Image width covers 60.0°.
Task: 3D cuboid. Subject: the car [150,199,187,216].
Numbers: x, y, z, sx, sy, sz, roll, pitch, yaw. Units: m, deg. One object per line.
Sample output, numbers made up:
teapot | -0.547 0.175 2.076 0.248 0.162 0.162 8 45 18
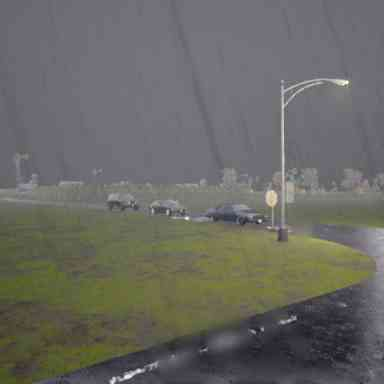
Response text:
car | -2.371 1.498 32.482 1.837 1.490 4.892 0 0 -35

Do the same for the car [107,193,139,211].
car | -8.590 1.210 41.165 2.150 2.045 5.566 0 0 -37

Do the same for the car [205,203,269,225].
car | 3.076 1.544 24.259 2.033 1.411 5.357 0 0 -33
